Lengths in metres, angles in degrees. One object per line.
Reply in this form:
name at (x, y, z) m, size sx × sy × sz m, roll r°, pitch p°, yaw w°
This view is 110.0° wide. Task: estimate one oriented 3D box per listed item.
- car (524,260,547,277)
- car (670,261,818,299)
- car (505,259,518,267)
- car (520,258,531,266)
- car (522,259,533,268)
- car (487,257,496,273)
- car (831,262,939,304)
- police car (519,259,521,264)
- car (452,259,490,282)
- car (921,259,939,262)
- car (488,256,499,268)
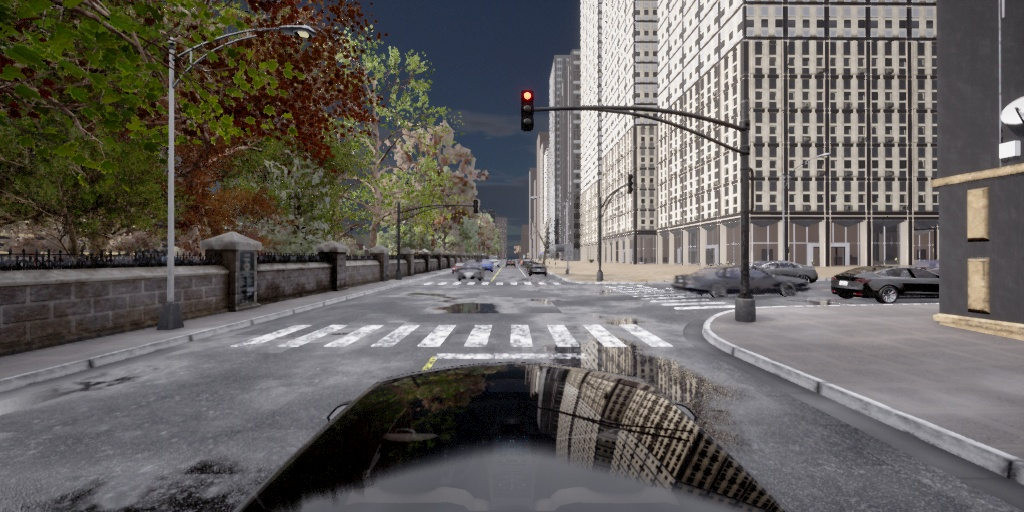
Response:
car at (2.513, 1.331, 36.109) m, size 1.948 × 1.339 × 4.313 m, roll 0°, pitch 0°, yaw 0°
car at (9.993, 1.099, 15.986) m, size 5.357 × 1.411 × 2.033 m, roll -1°, pitch 0°, yaw -1°
car at (-0.228, 1.299, 65.141) m, size 1.837 × 1.490 × 4.892 m, roll 0°, pitch 0°, yaw 0°
car at (2.454, 1.339, 47.374) m, size 1.948 × 1.339 × 4.313 m, roll 0°, pitch 0°, yaw 0°
car at (2.483, 1.335, 41.741) m, size 1.948 × 1.339 × 4.313 m, roll 0°, pitch 0°, yaw 0°
car at (-3.320, 1.249, 44.509) m, size 1.882 × 1.535 × 5.008 m, roll 0°, pitch 0°, yaw 0°
car at (14.627, 1.026, 13.590) m, size 4.313 × 1.339 × 1.948 m, roll 0°, pitch 0°, yaw -1°
police car at (2.809, 1.218, 64.533) m, size 1.930 × 1.638 × 5.238 m, roll 0°, pitch 0°, yaw 0°
car at (-3.240, 1.252, 28.971) m, size 2.128 × 1.511 × 4.902 m, roll 0°, pitch 0°, yaw 0°
car at (23.470, 0.882, 19.479) m, size 5.357 × 1.411 × 2.033 m, roll -1°, pitch 0°, yaw -1°
car at (-3.368, 1.015, 62.871) m, size 2.150 × 2.045 × 5.566 m, roll 0°, pitch 0°, yaw 0°
